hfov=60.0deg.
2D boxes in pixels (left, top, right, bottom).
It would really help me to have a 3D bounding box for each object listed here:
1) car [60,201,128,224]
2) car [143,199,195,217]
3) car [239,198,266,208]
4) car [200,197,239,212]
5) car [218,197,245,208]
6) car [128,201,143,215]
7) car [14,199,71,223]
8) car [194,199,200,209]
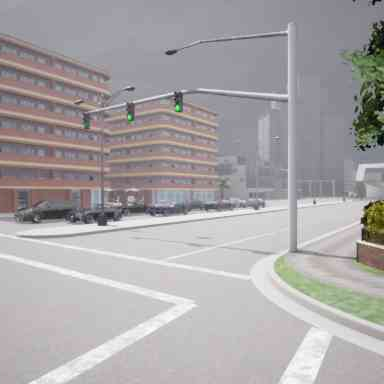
[{"bbox_3d":[-7.250,1.567,24.923,1.994,1.385,4.181,0,0,36],"label":"car"},{"bbox_3d":[-2.092,1.603,32.003,1.895,1.301,4.718,0,0,36],"label":"car"},{"bbox_3d":[8.841,1.528,46.973,1.812,1.442,4.674,0,0,36],"label":"car"},{"bbox_3d":[3.303,1.603,39.411,1.895,1.301,4.718,0,0,36],"label":"car"},{"bbox_3d":[5.831,1.529,48.786,1.812,1.442,4.674,0,0,36],"label":"car"},{"bbox_3d":[-5.839,1.604,32.811,1.895,1.301,4.718,0,0,36],"label":"car"},{"bbox_3d":[-11.108,1.355,25.579,2.097,1.767,4.553,0,0,36],"label":"car"},{"bbox_3d":[-0.201,1.550,40.548,2.033,1.411,5.357,0,0,36],"label":"car"}]
